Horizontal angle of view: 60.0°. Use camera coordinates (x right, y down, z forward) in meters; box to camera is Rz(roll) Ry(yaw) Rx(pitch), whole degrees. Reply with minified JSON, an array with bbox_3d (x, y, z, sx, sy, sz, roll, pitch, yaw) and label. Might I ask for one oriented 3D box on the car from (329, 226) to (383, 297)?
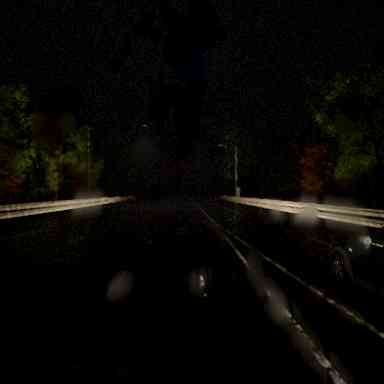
[{"bbox_3d":[4.650,1.329,6.642,2.097,1.767,4.553,0,0,-5],"label":"car"}]
